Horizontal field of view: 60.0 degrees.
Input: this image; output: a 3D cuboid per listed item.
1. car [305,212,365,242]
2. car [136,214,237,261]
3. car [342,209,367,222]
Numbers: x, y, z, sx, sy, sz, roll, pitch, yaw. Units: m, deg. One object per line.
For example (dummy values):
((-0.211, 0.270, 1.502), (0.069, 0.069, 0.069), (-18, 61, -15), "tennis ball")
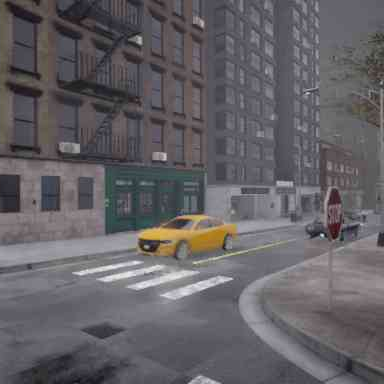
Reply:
((8.286, 2.029, 19.270), (1.895, 1.301, 4.718), (0, -2, 39), "car")
((-0.033, 1.707, 13.602), (1.882, 1.535, 5.008), (0, -2, 39), "car")
((16.592, 2.412, 34.337), (1.994, 1.385, 4.181), (0, -2, 39), "car")
